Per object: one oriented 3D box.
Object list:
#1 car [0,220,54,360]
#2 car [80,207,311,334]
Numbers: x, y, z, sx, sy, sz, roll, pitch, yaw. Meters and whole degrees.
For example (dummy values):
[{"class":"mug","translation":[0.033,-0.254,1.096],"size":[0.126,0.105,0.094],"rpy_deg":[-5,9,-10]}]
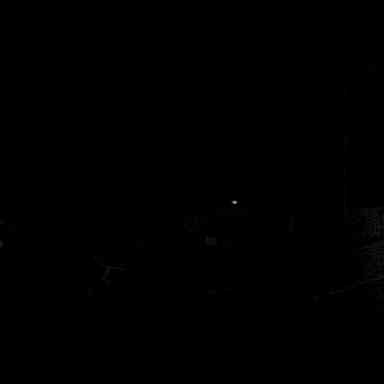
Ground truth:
[{"class":"car","translation":[-4.192,1.324,3.657],"size":[5.009,1.841,2.192],"rpy_deg":[0,0,-35]},{"class":"car","translation":[0.376,1.287,6.910],"size":[5.009,1.841,2.192],"rpy_deg":[0,0,-35]}]
